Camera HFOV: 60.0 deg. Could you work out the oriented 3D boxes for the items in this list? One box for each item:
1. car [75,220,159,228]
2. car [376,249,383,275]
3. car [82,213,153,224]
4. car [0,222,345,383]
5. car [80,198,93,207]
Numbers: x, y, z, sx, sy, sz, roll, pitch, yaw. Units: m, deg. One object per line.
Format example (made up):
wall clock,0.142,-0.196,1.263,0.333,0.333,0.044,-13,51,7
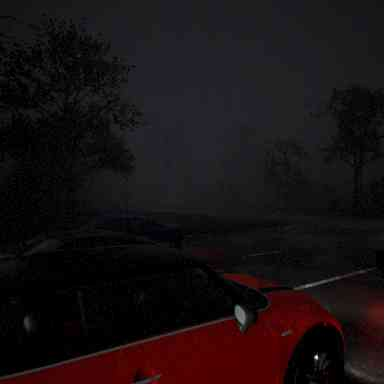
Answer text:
car,-2.350,1.526,6.599,4.674,1.442,1.812,0,0,-35
car,6.751,1.601,8.528,4.718,1.301,1.895,0,0,-36
car,-2.627,1.477,10.690,5.008,1.535,1.882,0,0,-35
car,-0.453,1.352,3.397,4.553,1.767,2.097,0,0,-35
car,-18.818,1.746,56.348,4.892,1.490,1.837,-1,-1,35
